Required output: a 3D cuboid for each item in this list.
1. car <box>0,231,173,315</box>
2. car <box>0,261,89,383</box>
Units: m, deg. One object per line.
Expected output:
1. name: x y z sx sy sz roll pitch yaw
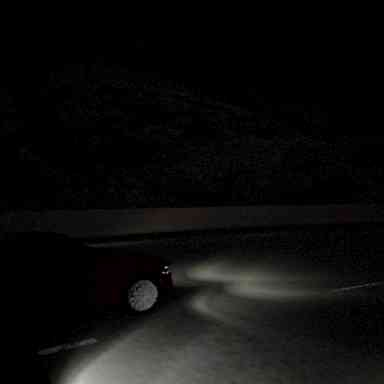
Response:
1. car: -2.714 1.434 5.839 5.008 1.535 1.882 0 0 -33
2. car: -3.414 1.523 1.415 5.357 1.411 2.033 0 0 -35
